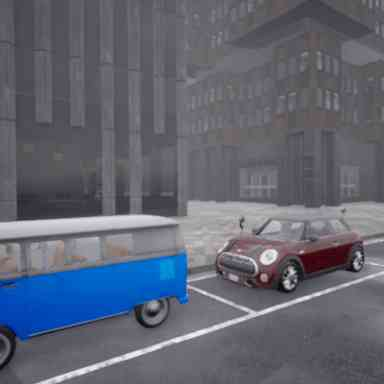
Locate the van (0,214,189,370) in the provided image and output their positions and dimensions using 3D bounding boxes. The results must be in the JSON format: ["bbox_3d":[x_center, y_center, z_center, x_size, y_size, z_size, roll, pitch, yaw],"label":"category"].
[{"bbox_3d":[-1.965,1.317,5.245,3.998,1.788,1.690,-1,1,-35],"label":"van"}]

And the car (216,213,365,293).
[{"bbox_3d":[2.537,1.321,8.449,4.097,1.590,1.967,-1,1,-35],"label":"car"}]
